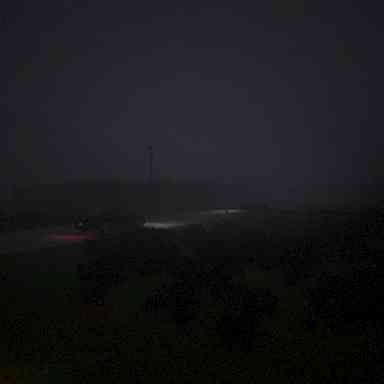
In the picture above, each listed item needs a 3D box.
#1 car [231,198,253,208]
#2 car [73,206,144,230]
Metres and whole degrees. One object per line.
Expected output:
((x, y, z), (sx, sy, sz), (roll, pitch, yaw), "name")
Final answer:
((7.297, 1.697, 48.117), (2.128, 1.511, 4.902), (-1, 0, 30), "car")
((-4.937, 1.625, 20.583), (1.882, 1.535, 5.008), (-1, 0, 30), "car")
